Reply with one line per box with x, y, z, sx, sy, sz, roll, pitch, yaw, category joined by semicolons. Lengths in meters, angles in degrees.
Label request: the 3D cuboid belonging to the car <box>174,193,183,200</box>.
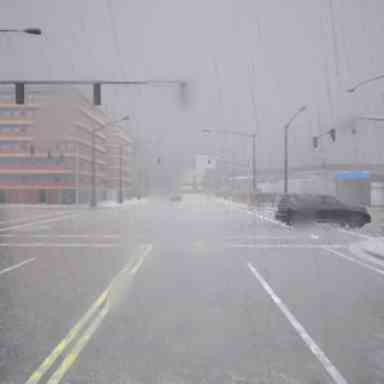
-3.527;1.137;84.714;2.097;1.767;4.553;0;0;0;car

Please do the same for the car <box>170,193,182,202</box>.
-3.522;1.422;68.877;1.895;1.301;4.718;0;0;0;car

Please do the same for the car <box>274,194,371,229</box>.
7.921;1.165;20.550;5.566;2.045;2.150;0;0;1;car
